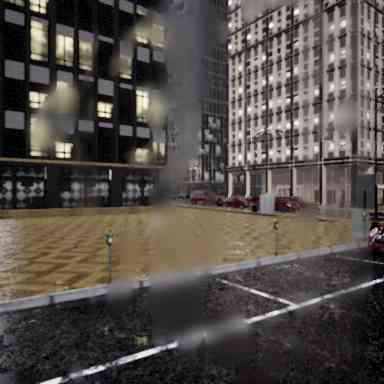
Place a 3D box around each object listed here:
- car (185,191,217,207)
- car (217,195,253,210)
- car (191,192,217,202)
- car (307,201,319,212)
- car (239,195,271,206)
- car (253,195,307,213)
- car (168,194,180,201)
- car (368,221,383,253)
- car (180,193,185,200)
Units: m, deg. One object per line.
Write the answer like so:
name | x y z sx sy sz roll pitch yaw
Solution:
car | 1.750 0.802 40.463 2.192 1.841 5.009 2 0 -36
car | 4.989 1.176 35.933 1.802 1.307 4.206 2 0 -36
car | 1.926 0.805 54.600 1.752 1.417 4.829 1 0 -36
car | 10.162 1.176 33.138 1.882 1.535 5.008 0 1 -36
car | 8.519 1.079 45.395 1.802 1.307 4.206 1 0 -36
car | 8.240 1.141 31.401 1.967 1.590 4.097 2 0 -36
car | -4.350 0.820 53.472 1.895 1.301 4.718 0 1 -35
car | 8.425 1.481 12.569 4.097 1.590 1.967 0 0 -35
car | -1.224 0.742 58.995 1.947 1.339 4.313 1 0 -36
